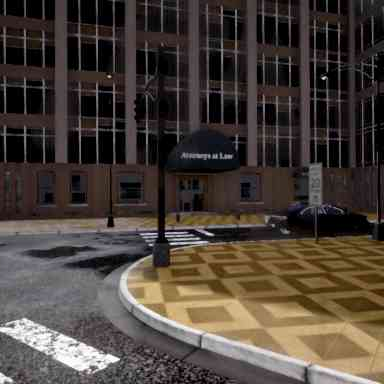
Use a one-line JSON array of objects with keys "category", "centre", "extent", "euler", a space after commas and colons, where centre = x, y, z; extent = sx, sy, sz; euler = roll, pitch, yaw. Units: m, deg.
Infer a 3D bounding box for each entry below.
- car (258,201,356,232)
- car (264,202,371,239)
[{"category": "car", "centre": [6.484, 1.314, 18.922], "extent": [4.902, 1.511, 2.128], "euler": [0, 0, -14]}, {"category": "car", "centre": [6.087, 1.309, 15.887], "extent": [4.902, 1.511, 2.128], "euler": [0, 0, -14]}]
